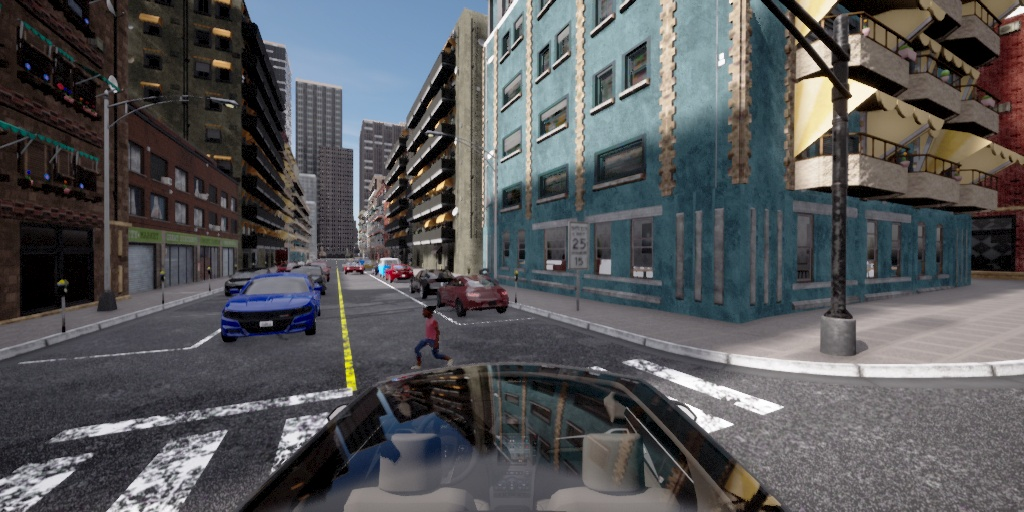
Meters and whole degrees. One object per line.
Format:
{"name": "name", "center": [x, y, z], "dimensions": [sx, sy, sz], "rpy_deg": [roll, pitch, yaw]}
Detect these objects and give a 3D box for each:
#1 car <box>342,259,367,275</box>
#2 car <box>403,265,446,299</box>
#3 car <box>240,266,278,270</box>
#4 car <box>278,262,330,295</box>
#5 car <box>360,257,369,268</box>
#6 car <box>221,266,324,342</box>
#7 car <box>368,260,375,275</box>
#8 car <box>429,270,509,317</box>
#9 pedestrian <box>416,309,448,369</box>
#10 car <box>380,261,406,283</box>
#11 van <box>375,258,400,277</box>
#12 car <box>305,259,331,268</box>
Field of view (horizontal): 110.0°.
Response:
{"name": "car", "center": [-17.437, 1.349, 39.495], "dimensions": [1.895, 1.301, 4.718], "rpy_deg": [0, 0, -26]}
{"name": "car", "center": [-3.960, 1.313, 18.046], "dimensions": [1.948, 1.339, 4.313], "rpy_deg": [0, 0, -26]}
{"name": "car", "center": [-13.924, 1.312, 19.316], "dimensions": [1.948, 1.339, 4.313], "rpy_deg": [0, 0, -26]}
{"name": "car", "center": [-10.993, 1.251, 19.232], "dimensions": [1.837, 1.490, 4.892], "rpy_deg": [0, 0, -26]}
{"name": "car", "center": [-21.096, 1.277, 52.895], "dimensions": [1.751, 1.417, 4.829], "rpy_deg": [0, 0, -26]}
{"name": "car", "center": [-6.527, 1.225, 10.140], "dimensions": [1.882, 1.535, 5.008], "rpy_deg": [0, 0, -26]}
{"name": "car", "center": [-13.709, 1.314, 37.873], "dimensions": [1.948, 1.339, 4.313], "rpy_deg": [0, 0, -26]}
{"name": "car", "center": [-1.523, 1.329, 13.090], "dimensions": [1.802, 1.307, 4.207], "rpy_deg": [0, 0, -26]}
{"name": "pedestrian", "center": [-1.423, 1.042, 6.362], "dimensions": [0.375, 1.860, 0.375], "rpy_deg": [-1, 1, -26]}
{"name": "car", "center": [-8.835, 1.292, 27.959], "dimensions": [1.888, 1.381, 4.507], "rpy_deg": [0, 0, -26]}
{"name": "van", "center": [-11.272, 1.088, 32.916], "dimensions": [1.690, 1.789, 3.998], "rpy_deg": [0, 0, -26]}
{"name": "car", "center": [-15.460, 1.224, 28.349], "dimensions": [1.882, 1.535, 5.008], "rpy_deg": [0, 0, -26]}
